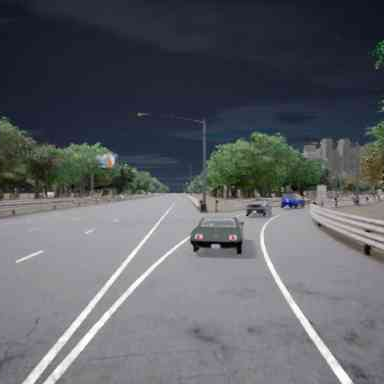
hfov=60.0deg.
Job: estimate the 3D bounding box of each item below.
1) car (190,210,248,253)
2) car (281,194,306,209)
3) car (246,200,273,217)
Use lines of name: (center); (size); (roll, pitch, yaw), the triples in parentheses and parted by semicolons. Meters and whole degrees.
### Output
car: (1.213, 1.607, 13.795); (1.895, 1.301, 4.718); (0, 0, 10)
car: (14.244, 1.278, 46.656); (2.150, 2.045, 5.566); (0, 0, 34)
car: (6.544, 1.531, 32.111); (1.837, 1.490, 4.892); (-1, 0, 23)
